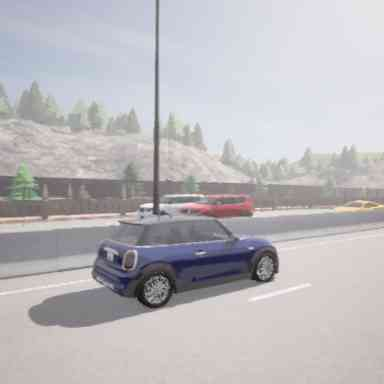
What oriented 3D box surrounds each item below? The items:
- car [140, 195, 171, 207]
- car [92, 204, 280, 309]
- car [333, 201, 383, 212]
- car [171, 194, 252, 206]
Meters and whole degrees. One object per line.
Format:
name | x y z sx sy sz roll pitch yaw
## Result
car | -1.273 1.199 24.559 5.566 2.045 2.150 0 0 -35
car | 0.054 1.344 8.083 4.553 1.767 2.097 0 0 -35
car | 12.967 1.435 25.822 5.008 1.535 1.882 0 0 -33
car | 1.707 1.197 22.381 5.566 2.045 2.150 0 0 -35
